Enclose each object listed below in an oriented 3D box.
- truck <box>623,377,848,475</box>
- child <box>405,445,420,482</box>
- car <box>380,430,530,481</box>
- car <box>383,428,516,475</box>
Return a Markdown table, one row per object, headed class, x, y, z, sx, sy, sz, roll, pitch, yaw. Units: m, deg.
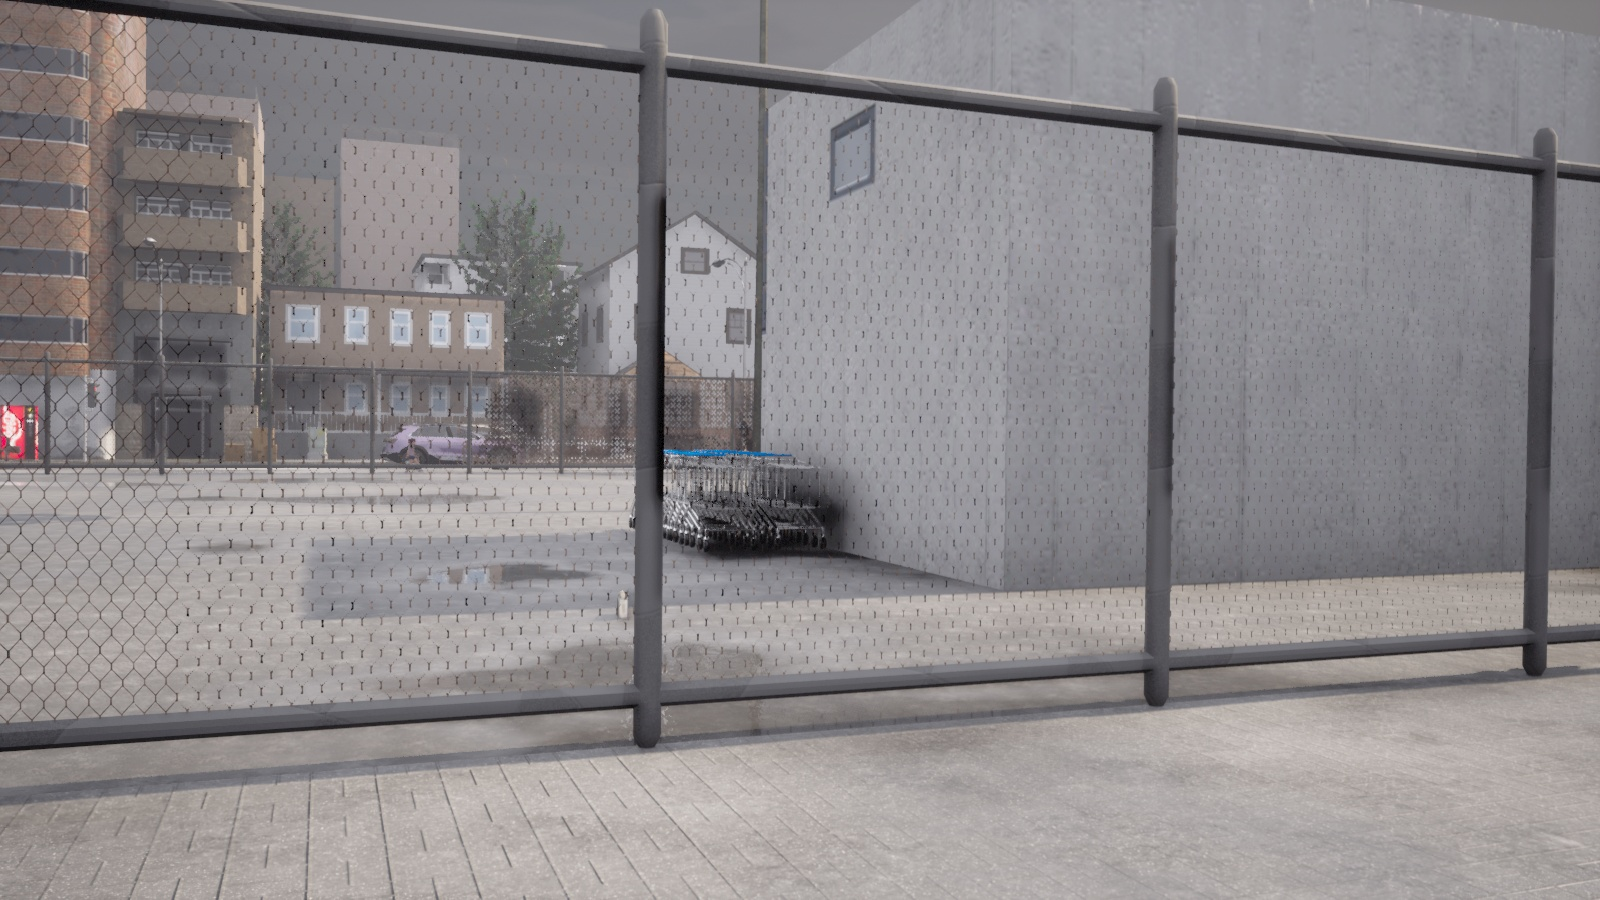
| class | x | y | z | sx | sy | sz | roll | pitch | yaw |
| --- | --- | --- | --- | --- | --- | --- | --- | --- | --- |
| truck | -2.430 | -0.917 | 47.106 | 7.936 | 3.462 | 2.891 | -1 | 1 | -18 |
| child | -11.703 | 0.399 | 37.904 | 0.394 | 1.110 | 0.255 | -1 | 1 | -26 |
| car | -11.962 | 0.153 | 43.462 | 4.856 | 1.649 | 2.033 | -1 | 1 | -19 |
| car | -13.209 | 0.019 | 47.226 | 4.611 | 1.667 | 2.242 | -1 | 1 | -21 |
